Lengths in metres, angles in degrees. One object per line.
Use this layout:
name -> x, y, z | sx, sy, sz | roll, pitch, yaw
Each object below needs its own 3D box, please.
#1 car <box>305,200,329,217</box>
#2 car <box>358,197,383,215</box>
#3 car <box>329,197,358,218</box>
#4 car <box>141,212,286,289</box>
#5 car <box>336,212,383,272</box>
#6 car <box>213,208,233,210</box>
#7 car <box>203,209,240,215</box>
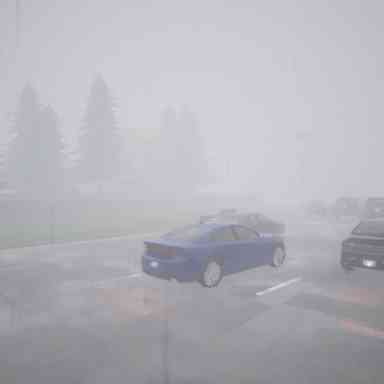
car -> 13.474, 1.632, 34.524 | 2.097, 1.767, 4.553 | -1, -1, 41
car -> 14.634, 1.387, 25.126 | 2.150, 2.045, 5.566 | -1, -1, 41
car -> 15.051, 1.449, 30.989 | 2.150, 2.045, 5.566 | -1, -1, 41
car -> 0.857, 1.583, 9.728 | 5.008, 1.535, 1.882 | 0, 0, -45
car -> 6.127, 1.572, 10.147 | 1.837, 1.490, 4.892 | 0, -1, 43
car -> 2.247, 1.750, 21.497 | 1.812, 1.442, 4.674 | -1, -1, 41
car -> 2.773, 1.713, 16.611 | 2.033, 1.411, 5.357 | -1, -1, 40
